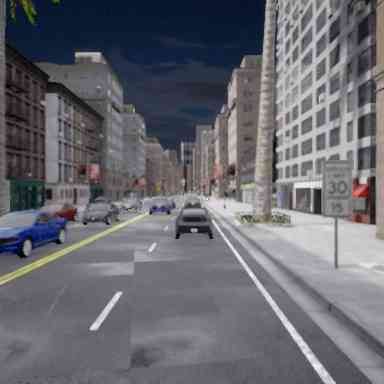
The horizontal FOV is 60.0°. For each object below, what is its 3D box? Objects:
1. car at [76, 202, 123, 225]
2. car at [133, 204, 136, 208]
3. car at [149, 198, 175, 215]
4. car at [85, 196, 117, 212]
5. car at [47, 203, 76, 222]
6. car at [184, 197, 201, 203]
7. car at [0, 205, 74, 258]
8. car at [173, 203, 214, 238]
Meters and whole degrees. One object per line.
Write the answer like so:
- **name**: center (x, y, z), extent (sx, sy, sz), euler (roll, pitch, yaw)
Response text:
- **car**: center (-6.580, 1.553, 24.480), extent (1.837, 1.490, 4.892), euler (0, 0, 0)
- **car**: center (-6.487, 1.247, 35.915), extent (2.128, 1.511, 4.902), euler (0, 0, 0)
- **car**: center (-3.237, 1.414, 34.911), extent (2.097, 1.767, 4.553), euler (0, 0, 0)
- **car**: center (-9.737, 1.250, 35.917), extent (2.128, 1.511, 4.902), euler (0, 0, 0)
- **car**: center (-9.831, 1.529, 24.125), extent (1.882, 1.535, 5.008), euler (0, 0, 0)
- **car**: center (0.115, 1.422, 41.296), extent (2.097, 1.767, 4.553), euler (0, 0, 0)
- **car**: center (-6.592, 1.507, 13.118), extent (1.882, 1.535, 5.008), euler (0, 0, 0)
- **car**: center (0.107, 1.534, 17.804), extent (1.837, 1.490, 4.892), euler (0, 0, 0)
